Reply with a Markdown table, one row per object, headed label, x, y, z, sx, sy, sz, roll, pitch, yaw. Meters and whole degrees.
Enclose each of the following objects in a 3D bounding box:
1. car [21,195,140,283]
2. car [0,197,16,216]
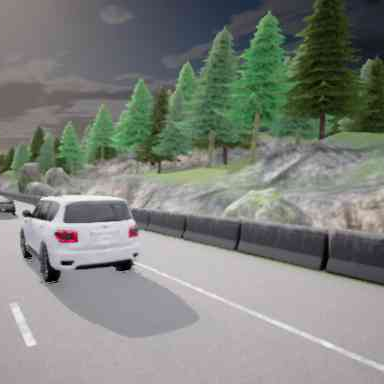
| label | x | y | z | sx | sy | sz | roll | pitch | yaw |
| --- | --- | --- | --- | --- | --- | --- | --- | --- | --- |
| car | -3.490 | 1.102 | 9.725 | 2.150 | 2.045 | 5.566 | 0 | 1 | -35 |
| car | -15.830 | 1.143 | 27.506 | 2.128 | 1.511 | 4.902 | 0 | 1 | -35 |
